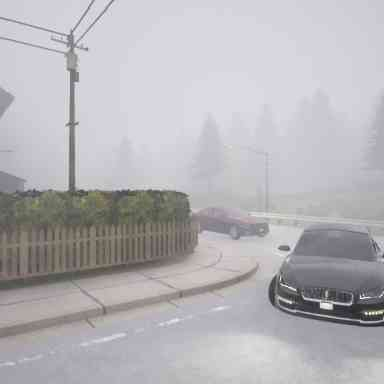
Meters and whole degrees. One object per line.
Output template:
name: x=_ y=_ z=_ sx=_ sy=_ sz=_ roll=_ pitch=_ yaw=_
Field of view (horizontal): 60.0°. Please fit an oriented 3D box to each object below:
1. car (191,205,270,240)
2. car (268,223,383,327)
car: x=1.851 y=1.478 z=17.428 sx=1.882 sy=1.535 sz=5.008 roll=0 pitch=0 yaw=-33
car: x=3.151 y=1.505 z=7.292 sx=1.837 sy=1.490 sz=4.892 roll=0 pitch=0 yaw=27
